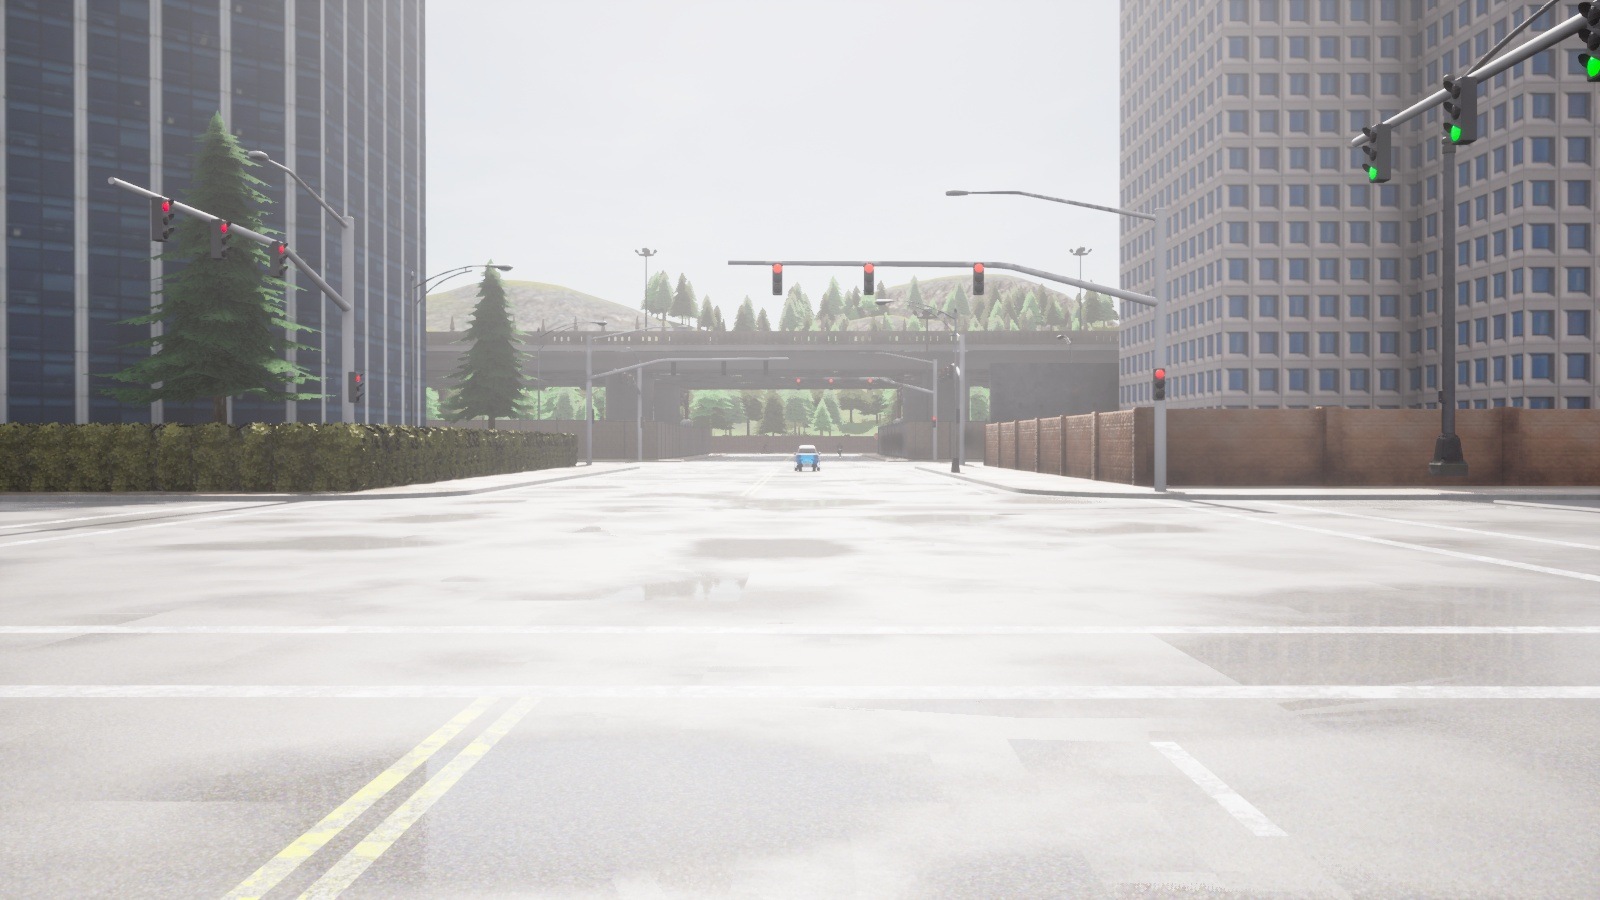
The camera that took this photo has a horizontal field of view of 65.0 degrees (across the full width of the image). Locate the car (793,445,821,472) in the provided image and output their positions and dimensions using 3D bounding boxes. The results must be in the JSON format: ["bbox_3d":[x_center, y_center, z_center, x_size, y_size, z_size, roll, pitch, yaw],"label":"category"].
[{"bbox_3d":[0.383,0.426,66.471,1.481,1.376,2.207,0,1,0],"label":"car"}]
